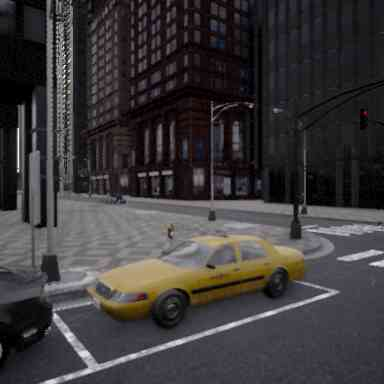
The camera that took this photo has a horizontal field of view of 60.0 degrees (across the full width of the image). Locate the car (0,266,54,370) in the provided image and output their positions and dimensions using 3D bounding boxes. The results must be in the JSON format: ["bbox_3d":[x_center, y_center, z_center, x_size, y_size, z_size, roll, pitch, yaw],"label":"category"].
[{"bbox_3d":[-3.969,1.555,3.816,4.403,1.369,2.008,0,0,-36],"label":"car"}]

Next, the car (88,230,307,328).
[{"bbox_3d":[0.380,1.511,6.919,4.829,1.417,1.752,0,0,-36],"label":"car"}]

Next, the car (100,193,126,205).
[{"bbox_3d":[-9.721,0.812,40.872,1.994,1.385,4.181,0,1,-36],"label":"car"}]
